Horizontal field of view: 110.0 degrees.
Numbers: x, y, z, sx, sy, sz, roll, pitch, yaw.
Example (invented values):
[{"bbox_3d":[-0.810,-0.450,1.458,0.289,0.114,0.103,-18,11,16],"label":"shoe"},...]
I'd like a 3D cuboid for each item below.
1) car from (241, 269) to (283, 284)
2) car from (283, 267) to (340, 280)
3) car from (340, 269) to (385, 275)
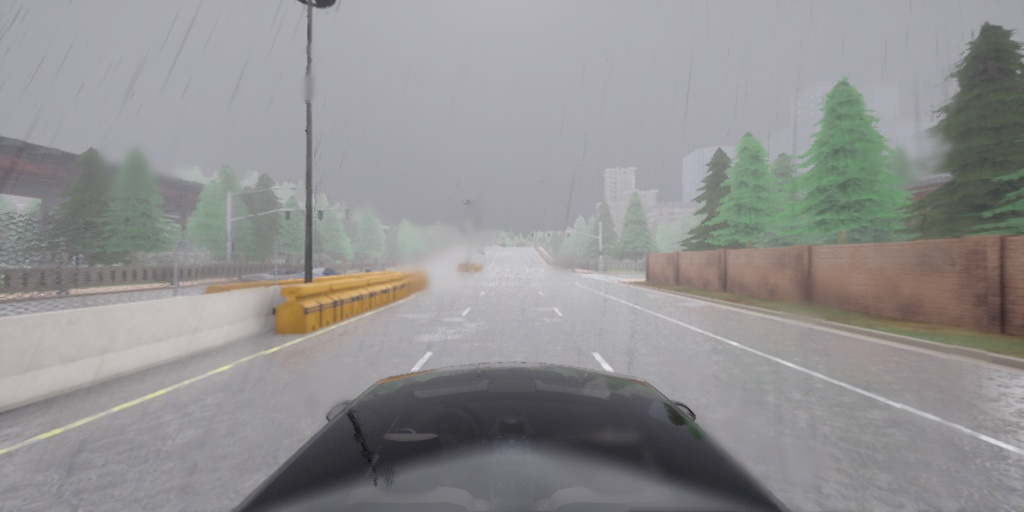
[{"bbox_3d":[-17.507,1.622,26.644,1.895,1.301,4.718,0,-1,0],"label":"car"},{"bbox_3d":[-14.014,1.539,26.000,1.812,1.442,4.674,0,-1,0],"label":"car"},{"bbox_3d":[-10.507,1.621,26.636,1.895,1.301,4.718,0,-1,0],"label":"car"}]
